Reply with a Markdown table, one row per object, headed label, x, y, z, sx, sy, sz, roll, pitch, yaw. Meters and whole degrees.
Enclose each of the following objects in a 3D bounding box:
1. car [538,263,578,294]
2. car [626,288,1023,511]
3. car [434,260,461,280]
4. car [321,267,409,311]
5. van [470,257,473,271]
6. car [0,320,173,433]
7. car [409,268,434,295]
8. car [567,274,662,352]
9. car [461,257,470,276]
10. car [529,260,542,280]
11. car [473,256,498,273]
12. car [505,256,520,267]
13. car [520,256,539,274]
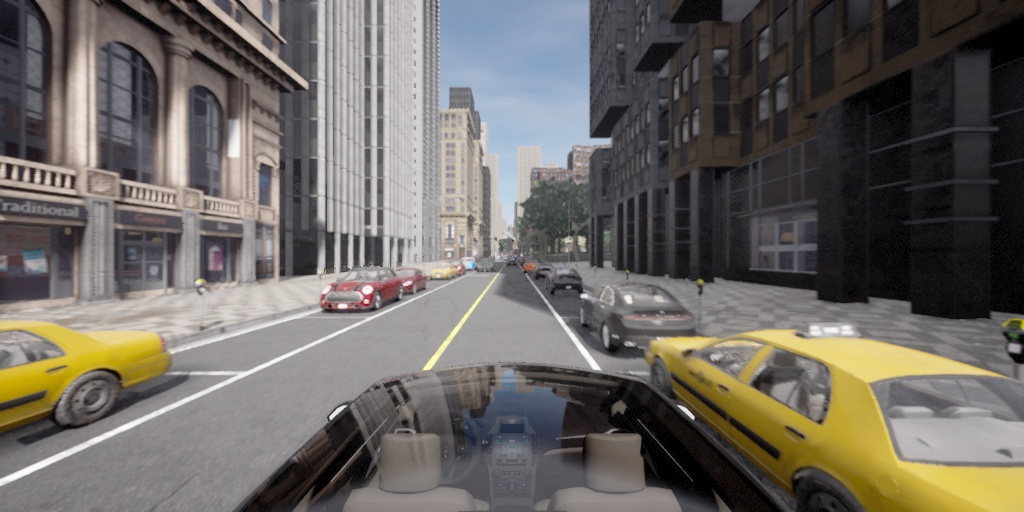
| label | x | y | z | sx | sy | sz | roll | pitch | yaw |
| --- | --- | --- | --- | --- | --- | --- | --- | --- | --- |
| car | 2.759 | 1.285 | 19.692 | 2.007 | 1.370 | 4.403 | 0 | 0 | 0 |
| car | 2.762 | 1.274 | 3.400 | 1.751 | 1.417 | 4.829 | 0 | 0 | 0 |
| car | -5.768 | 1.247 | 30.504 | 1.751 | 1.417 | 4.829 | 0 | 0 | 0 |
| car | -5.765 | 1.181 | 14.210 | 1.967 | 1.591 | 4.097 | 0 | 0 | 0 |
| van | -5.771 | 1.041 | 47.137 | 1.690 | 1.789 | 3.998 | 0 | 0 | 0 |
| car | -5.763 | 1.275 | 3.064 | 1.751 | 1.417 | 4.829 | 0 | 0 | 0 |
| car | -5.766 | 1.318 | 19.698 | 1.802 | 1.307 | 4.207 | 0 | 0 | 0 |
| car | 2.761 | 1.296 | 8.717 | 2.007 | 1.370 | 4.403 | 0 | 0 | 0 |
| car | -5.769 | 1.154 | 36.162 | 1.967 | 1.591 | 4.097 | 0 | 0 | 0 |
| car | 2.757 | 1.287 | 30.665 | 1.948 | 1.339 | 4.313 | 0 | 0 | 0 |
| car | -3.088 | 1.056 | 42.872 | 2.097 | 1.767 | 4.553 | 0 | 0 | 0 |
| car | 0.013 | 1.182 | 63.503 | 1.837 | 1.490 | 4.892 | 0 | 0 | 1 |
| car | 2.379 | 1.059 | 41.416 | 2.097 | 1.767 | 4.553 | 0 | 0 | 0 |
